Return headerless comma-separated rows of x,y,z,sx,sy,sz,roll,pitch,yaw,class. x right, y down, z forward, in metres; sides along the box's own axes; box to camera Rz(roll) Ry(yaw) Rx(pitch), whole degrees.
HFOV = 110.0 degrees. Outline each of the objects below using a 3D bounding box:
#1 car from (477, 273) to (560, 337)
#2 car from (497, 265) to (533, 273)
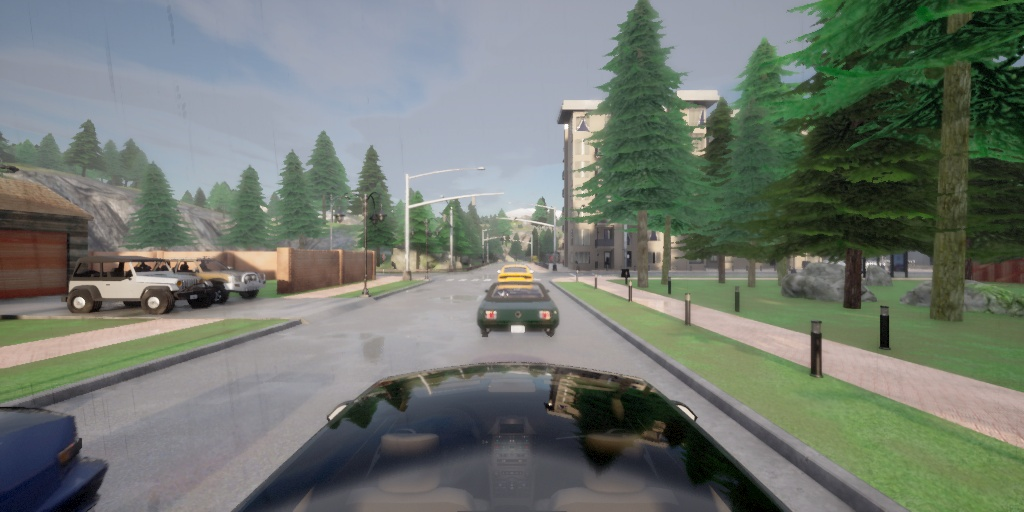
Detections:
0.150,1.352,10.255,1.895,1.301,4.718,0,0,0,car
0.187,1.230,20.396,1.882,1.535,5.008,0,0,0,car
